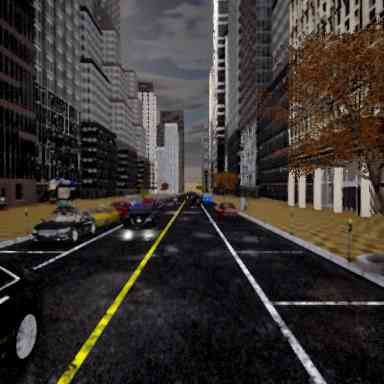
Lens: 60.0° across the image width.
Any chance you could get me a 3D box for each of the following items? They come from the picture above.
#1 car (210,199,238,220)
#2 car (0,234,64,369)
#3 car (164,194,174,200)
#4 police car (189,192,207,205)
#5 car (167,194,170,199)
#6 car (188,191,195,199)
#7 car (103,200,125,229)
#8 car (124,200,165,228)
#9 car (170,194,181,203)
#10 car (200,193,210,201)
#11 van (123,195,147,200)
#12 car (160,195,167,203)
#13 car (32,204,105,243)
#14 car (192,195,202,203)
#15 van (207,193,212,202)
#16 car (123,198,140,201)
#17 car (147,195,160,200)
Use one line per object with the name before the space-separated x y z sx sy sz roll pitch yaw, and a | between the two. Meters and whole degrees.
car | 2.676 1.460 26.515 1.802 1.307 4.206 -1 0 0
car | -3.055 1.488 2.941 1.837 1.490 4.892 0 1 1
car | -5.712 1.220 82.763 2.008 1.369 4.403 -1 0 0
police car | 0.894 1.199 52.499 1.930 1.638 5.238 0 0 0
car | -5.709 1.296 60.264 2.008 1.369 4.403 -1 0 0
car | 0.753 1.197 68.427 1.882 1.535 5.008 0 0 3
car | -5.705 1.428 20.719 1.752 1.417 4.829 -1 0 0
car | -3.099 1.464 21.333 1.994 1.385 4.181 0 0 0
car | -3.034 1.229 62.586 2.128 1.511 4.902 0 0 1
car | 2.667 1.146 71.514 1.967 1.590 4.097 -1 0 0
van | -5.709 1.196 32.137 1.690 1.788 3.998 -1 0 0
car | -5.708 1.317 54.639 2.008 1.369 4.403 -1 0 0
car | -5.703 1.478 15.263 2.008 1.369 4.403 -1 0 0
car | 0.893 1.243 62.390 1.837 1.490 4.892 0 0 0
van | 2.667 1.086 60.265 1.690 1.788 3.998 -1 0 0
car | -5.705 1.423 26.514 1.887 1.381 4.507 -1 0 0
car | -5.707 1.353 43.388 1.887 1.381 4.507 -1 0 0
